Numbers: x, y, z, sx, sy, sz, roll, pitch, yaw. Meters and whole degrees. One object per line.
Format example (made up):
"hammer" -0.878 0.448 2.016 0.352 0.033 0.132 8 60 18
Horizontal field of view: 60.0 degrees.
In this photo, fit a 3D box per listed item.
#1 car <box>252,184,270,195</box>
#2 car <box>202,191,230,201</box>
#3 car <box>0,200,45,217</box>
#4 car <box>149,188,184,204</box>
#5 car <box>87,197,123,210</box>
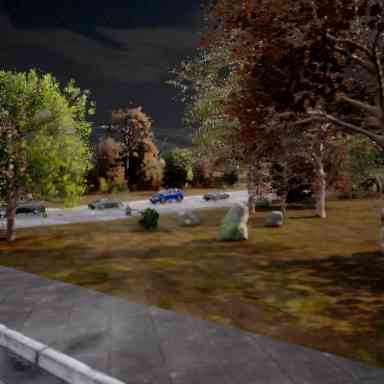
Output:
"car" 12.541 -0.489 61.608 2.150 2.045 5.566 0 3 36
"car" 3.713 0.551 50.234 2.033 1.411 5.357 0 3 38
"car" -16.384 1.476 31.196 2.128 1.511 4.902 0 1 39
"car" -3.530 0.573 47.140 2.150 2.045 5.566 0 3 39
"car" -10.150 1.329 38.946 1.994 1.385 4.181 0 2 38
